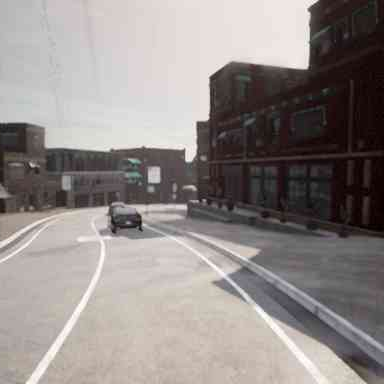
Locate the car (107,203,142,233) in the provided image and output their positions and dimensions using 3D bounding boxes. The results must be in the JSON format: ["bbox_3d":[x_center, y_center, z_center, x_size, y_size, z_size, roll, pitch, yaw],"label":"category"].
[{"bbox_3d":[-4.528,1.722,22.060,1.882,1.535,5.008,-2,0,-18],"label":"car"}]

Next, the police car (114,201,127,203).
[{"bbox_3d":[-9.113,1.952,41.564,1.930,1.638,5.238,-1,-1,-6],"label":"police car"}]
